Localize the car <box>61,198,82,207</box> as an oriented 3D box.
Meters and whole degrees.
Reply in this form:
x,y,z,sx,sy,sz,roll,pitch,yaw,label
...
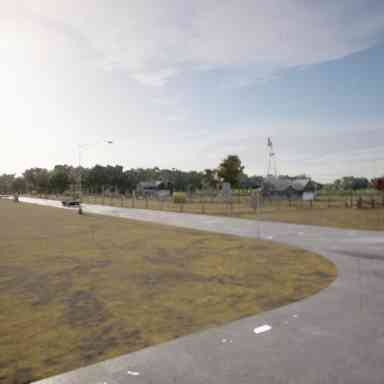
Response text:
x,y,z,sx,sy,sz,roll,pitch,yaw,label
-18.231,1.581,50.255,1.895,1.301,4.718,-1,1,-35,car
